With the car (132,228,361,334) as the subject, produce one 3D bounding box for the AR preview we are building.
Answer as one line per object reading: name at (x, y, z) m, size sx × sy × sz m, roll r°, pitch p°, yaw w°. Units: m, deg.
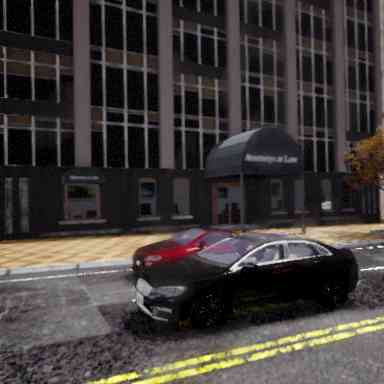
car at (1.296, 1.655, 6.999) m, size 4.902 × 1.511 × 2.128 m, roll 0°, pitch -1°, yaw -25°
